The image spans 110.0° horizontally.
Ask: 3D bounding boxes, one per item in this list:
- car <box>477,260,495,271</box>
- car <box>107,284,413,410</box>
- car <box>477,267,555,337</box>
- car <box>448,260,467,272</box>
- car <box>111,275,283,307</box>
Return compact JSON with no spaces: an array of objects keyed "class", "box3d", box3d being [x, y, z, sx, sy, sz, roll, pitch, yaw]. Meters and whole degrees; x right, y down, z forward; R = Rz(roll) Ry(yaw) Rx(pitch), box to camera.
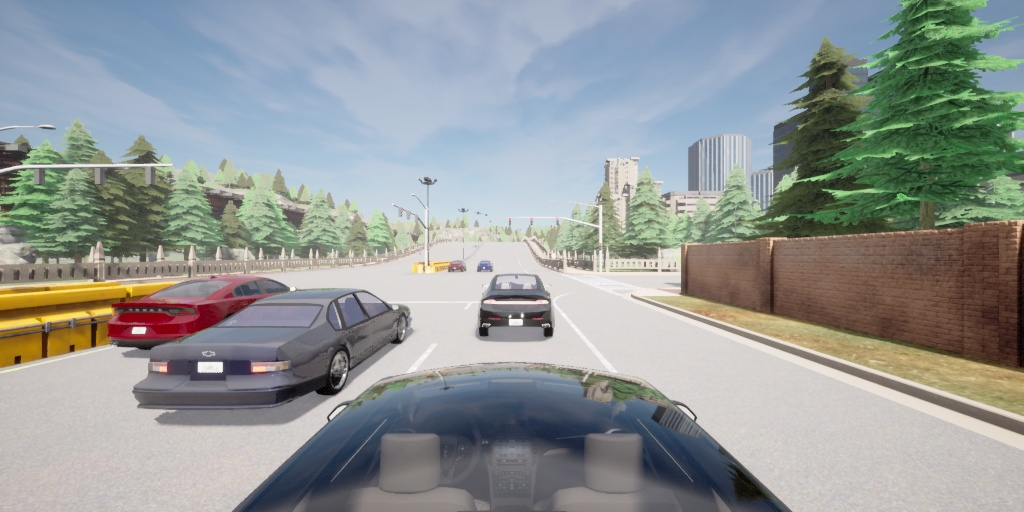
[{"class":"car","box3d":[-3.391,1.276,45.767,1.812,1.442,4.674,0,0,0]},{"class":"car","box3d":[-3.398,1.297,6.544,2.033,1.411,5.357,0,0,0]},{"class":"car","box3d":[0.130,1.242,10.289,2.128,1.511,4.902,0,0,1]},{"class":"car","box3d":[-6.887,1.276,45.369,1.812,1.442,4.674,0,0,0]},{"class":"car","box3d":[-6.898,1.228,9.108,1.882,1.535,5.008,0,0,0]}]
